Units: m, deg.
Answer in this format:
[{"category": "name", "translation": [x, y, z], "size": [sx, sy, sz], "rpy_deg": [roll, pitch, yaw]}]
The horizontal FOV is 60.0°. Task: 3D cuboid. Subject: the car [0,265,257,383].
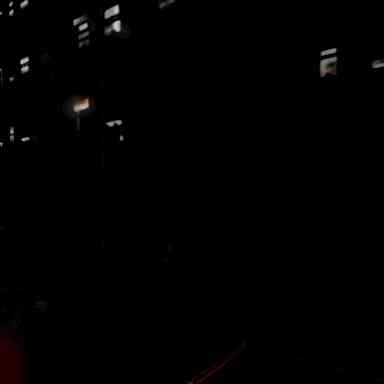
[{"category": "car", "translation": [-1.490, 1.579, 3.942], "size": [4.507, 1.381, 1.887], "rpy_deg": [-1, -1, 35]}]
